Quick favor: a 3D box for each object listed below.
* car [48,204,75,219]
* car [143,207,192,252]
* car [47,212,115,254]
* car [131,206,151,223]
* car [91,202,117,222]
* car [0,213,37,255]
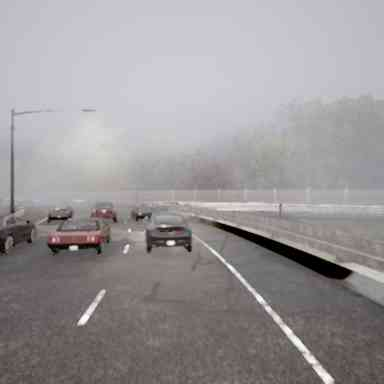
[{"bbox_3d":[-11.312,1.802,28.875,2.128,1.511,4.902,0,0,-17],"label":"car"},{"bbox_3d":[-1.143,1.662,14.856,1.837,1.490,4.892,0,0,-8],"label":"car"},{"bbox_3d":[-4.575,1.753,14.176,1.895,1.301,4.718,0,-1,-8],"label":"car"},{"bbox_3d":[-4.482,1.919,30.478,1.895,1.301,4.718,0,-1,-17],"label":"car"},{"bbox_3d":[-7.917,1.665,29.718,2.097,1.767,4.553,0,-1,-17],"label":"car"},{"bbox_3d":[-8.089,1.646,13.990,2.128,1.511,4.902,0,0,-8],"label":"car"}]
